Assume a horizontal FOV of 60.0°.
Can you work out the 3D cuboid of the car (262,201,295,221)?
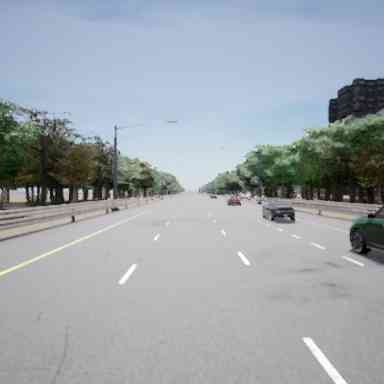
[{"bbox_3d":[7.016,1.520,27.291,1.837,1.490,4.892,0,0,0],"label":"car"}]

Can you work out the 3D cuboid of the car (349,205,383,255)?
[{"bbox_3d":[7.002,1.223,10.194,2.150,2.045,5.566,0,0,0],"label":"car"}]

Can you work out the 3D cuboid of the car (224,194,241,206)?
[{"bbox_3d":[7.114,1.399,57.586,2.097,1.767,4.553,0,0,0],"label":"car"}]
